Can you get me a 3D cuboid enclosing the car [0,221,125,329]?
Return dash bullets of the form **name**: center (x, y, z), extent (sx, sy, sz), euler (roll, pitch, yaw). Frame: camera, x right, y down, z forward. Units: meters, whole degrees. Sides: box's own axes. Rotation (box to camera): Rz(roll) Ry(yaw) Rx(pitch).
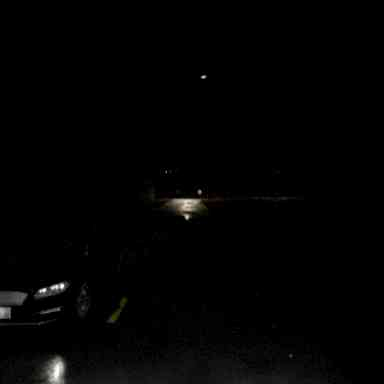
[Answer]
- **car**: center (-2.742, 1.436, 7.173), extent (2.128, 1.511, 4.902), euler (0, 0, 0)
